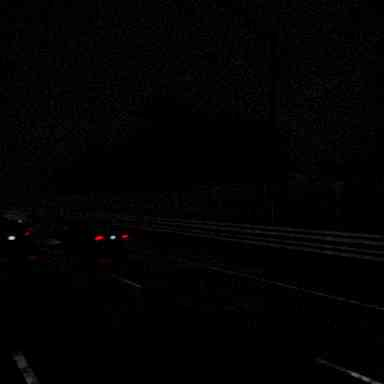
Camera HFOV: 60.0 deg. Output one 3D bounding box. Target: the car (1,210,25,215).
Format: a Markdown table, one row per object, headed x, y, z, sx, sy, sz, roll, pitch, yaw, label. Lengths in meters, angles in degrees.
| x | y | z | sx | sy | sz | roll | pitch | yaw | label |
| --- | --- | --- | --- | --- | --- | --- | --- | --- | --- |
| -16.774 | 2.437 | 31.270 | 1.812 | 1.442 | 4.674 | 3 | -3 | -39 | car |

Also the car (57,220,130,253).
| x | y | z | sx | sy | sz | roll | pitch | yaw | label |
| --- | --- | --- | --- | --- | --- | --- | --- | --- | --- |
| -5.047 | 2.099 | 16.594 | 2.033 | 1.411 | 5.357 | 3 | -3 | -39 | car |

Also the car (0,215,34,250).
| x | y | z | sx | sy | sz | roll | pitch | yaw | label |
| --- | --- | --- | --- | --- | --- | --- | --- | --- | --- |
| -9.103 | 2.013 | 16.067 | 1.994 | 1.385 | 4.181 | 3 | -3 | -39 | car |
